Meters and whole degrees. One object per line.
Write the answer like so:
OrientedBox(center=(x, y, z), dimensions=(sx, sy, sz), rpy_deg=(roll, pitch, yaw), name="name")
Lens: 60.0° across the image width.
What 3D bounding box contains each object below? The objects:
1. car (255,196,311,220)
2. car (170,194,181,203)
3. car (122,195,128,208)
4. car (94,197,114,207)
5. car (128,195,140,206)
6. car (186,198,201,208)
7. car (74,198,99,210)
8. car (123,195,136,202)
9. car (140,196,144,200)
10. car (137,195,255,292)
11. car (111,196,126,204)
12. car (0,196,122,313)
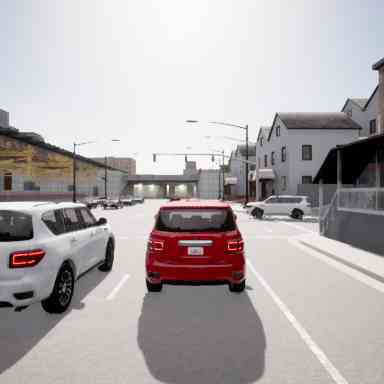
OrientedBox(center=(7.459, 1.332, 29.060), dimensions=(5.566, 2.045, 2.150), rpy_deg=(1, 0, 8), name="car")
OrientedBox(center=(-3.338, 1.352, 69.181), dimensions=(2.097, 1.767, 4.553), rpy_deg=(0, 0, 0), name="car")
OrientedBox(center=(-10.495, 1.491, 44.660), dimensions=(2.128, 1.511, 4.902), rpy_deg=(0, 0, 0), name="car")
OrientedBox(center=(-13.965, 1.526, 52.989), dimensions=(1.812, 1.442, 4.674), rpy_deg=(0, 0, 0), name="car")
OrientedBox(center=(-10.464, 1.547, 54.409), dimensions=(2.033, 1.411, 5.357), rpy_deg=(0, 0, 0), name="car")
OrientedBox(center=(0.207, 1.564, 48.249), dimensions=(1.994, 1.385, 4.181), rpy_deg=(0, 0, 0), name="car")
OrientedBox(center=(-13.996, 1.564, 44.248), dimensions=(1.994, 1.385, 4.181), rpy_deg=(0, 0, 0), name="car")
OrientedBox(center=(-13.827, 1.493, 73.758), dimensions=(1.837, 1.490, 4.892), rpy_deg=(0, 0, 0), name="car")
OrientedBox(center=(-10.385, 1.547, 64.698), dimensions=(2.033, 1.411, 5.357), rpy_deg=(0, 0, 0), name="car")
OrientedBox(center=(0.099, 1.221, 9.049), dimensions=(2.150, 2.045, 5.566), rpy_deg=(0, 0, 1), name="car")
OrientedBox(center=(-13.898, 1.505, 63.344), dimensions=(1.837, 1.490, 4.892), rpy_deg=(0, 0, 0), name="car")
OrientedBox(center=(-3.409, 1.221, 7.786), dimensions=(2.150, 2.045, 5.566), rpy_deg=(0, 0, 1), name="car")
